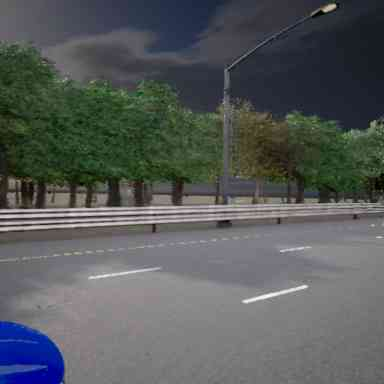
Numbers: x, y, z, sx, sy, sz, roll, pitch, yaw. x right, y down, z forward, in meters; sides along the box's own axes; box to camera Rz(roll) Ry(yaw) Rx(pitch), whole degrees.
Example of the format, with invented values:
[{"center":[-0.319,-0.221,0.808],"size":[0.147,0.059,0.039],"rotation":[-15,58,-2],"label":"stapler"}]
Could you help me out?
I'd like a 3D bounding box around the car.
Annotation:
[{"center":[-3.232,1.430,1.594],"size":[5.008,1.535,1.882],"rotation":[1,0,-35],"label":"car"}]
